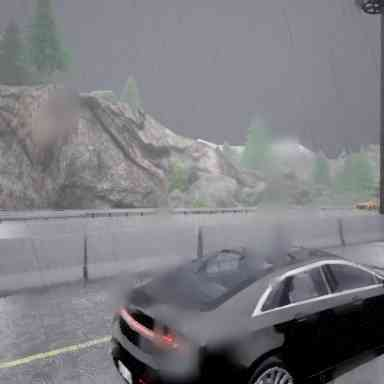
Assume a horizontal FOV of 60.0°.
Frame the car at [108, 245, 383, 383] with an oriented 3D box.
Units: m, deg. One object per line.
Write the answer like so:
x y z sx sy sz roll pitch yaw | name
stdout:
1.370 1.492 4.520 4.902 1.511 2.128 0 0 -34 | car

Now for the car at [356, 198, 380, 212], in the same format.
21.285 1.491 38.430 5.008 1.535 1.882 0 0 -21 | car
